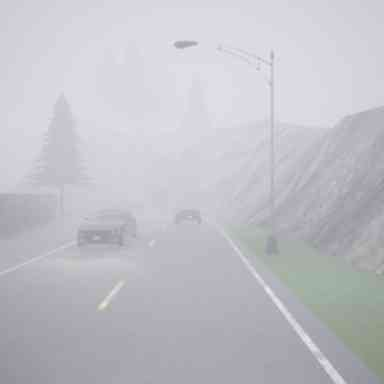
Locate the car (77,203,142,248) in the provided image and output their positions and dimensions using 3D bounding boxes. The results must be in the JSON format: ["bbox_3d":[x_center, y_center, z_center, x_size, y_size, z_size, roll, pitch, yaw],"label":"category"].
[{"bbox_3d":[-3.668,1.481,15.128,1.882,1.535,5.008,0,0,-1],"label":"car"}]

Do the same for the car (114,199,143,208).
[{"bbox_3d":[-8.109,1.534,40.765,4.674,1.442,1.812,0,-1,30],"label":"car"}]

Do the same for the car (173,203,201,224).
[{"bbox_3d":[-0.417,1.531,24.922,1.812,1.442,4.674,0,0,-6],"label":"car"}]
